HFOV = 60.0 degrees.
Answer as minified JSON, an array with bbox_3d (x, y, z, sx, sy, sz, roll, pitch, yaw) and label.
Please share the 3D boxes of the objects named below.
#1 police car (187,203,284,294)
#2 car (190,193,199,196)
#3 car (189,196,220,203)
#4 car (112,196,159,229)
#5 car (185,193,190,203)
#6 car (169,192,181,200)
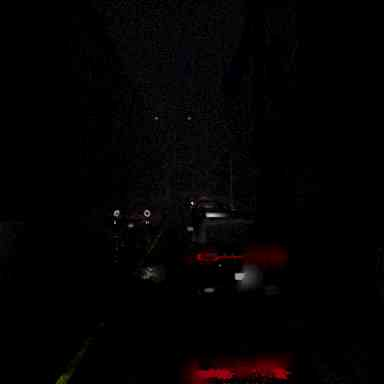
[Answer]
[{"bbox_3d":[0.902,1.298,8.643,1.930,1.638,5.238,0,1,0],"label":"police car"},{"bbox_3d":[0.906,1.095,24.721,1.801,1.575,5.366,0,1,0],"label":"car"},{"bbox_3d":[0.905,1.207,18.532,1.882,1.535,5.008,0,1,0],"label":"car"},{"bbox_3d":[-3.096,1.074,19.023,2.097,1.767,4.553,0,1,0],"label":"car"},{"bbox_3d":[0.040,0.874,47.284,1.994,1.385,4.181,0,1,1],"label":"car"},{"bbox_3d":[-3.037,0.657,60.258,2.033,1.411,5.357,0,1,1],"label":"car"}]
